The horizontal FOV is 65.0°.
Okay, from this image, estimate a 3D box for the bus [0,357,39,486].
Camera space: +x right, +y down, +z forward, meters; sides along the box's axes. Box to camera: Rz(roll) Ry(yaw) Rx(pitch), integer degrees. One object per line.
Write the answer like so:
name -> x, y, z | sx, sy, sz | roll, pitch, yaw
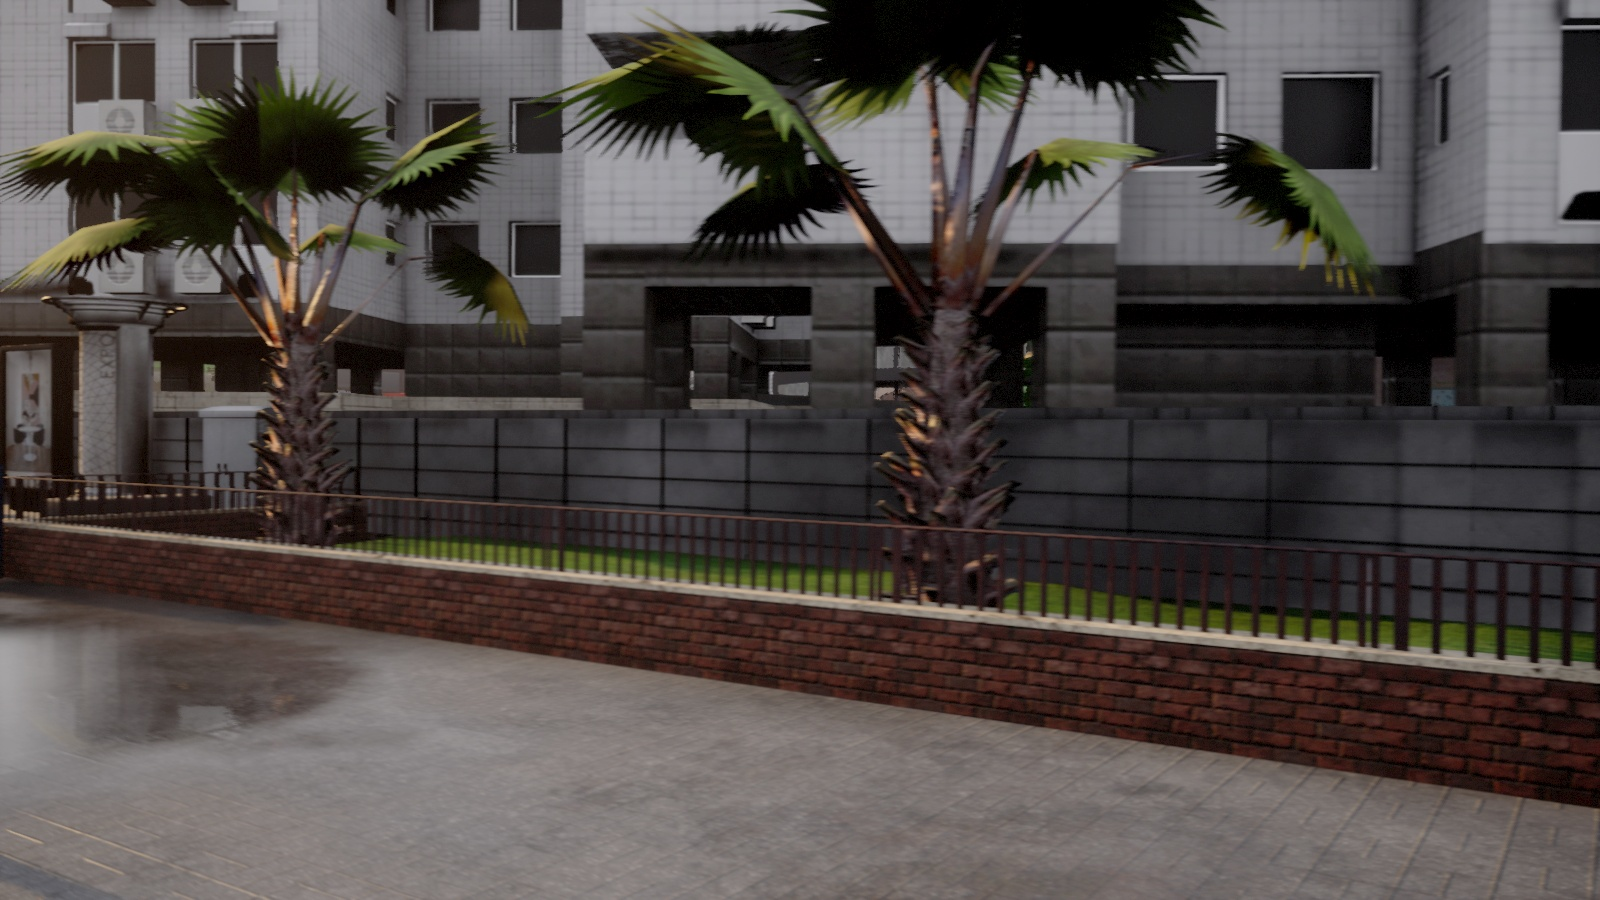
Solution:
bus -> -30.131, -0.905, 39.094 | 3.944, 4.253, 10.273 | 0, 1, 35
